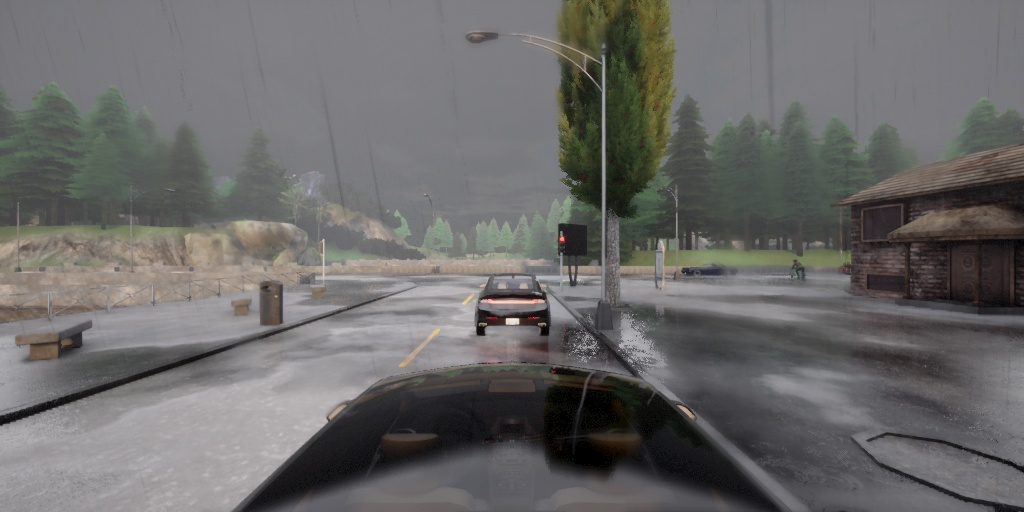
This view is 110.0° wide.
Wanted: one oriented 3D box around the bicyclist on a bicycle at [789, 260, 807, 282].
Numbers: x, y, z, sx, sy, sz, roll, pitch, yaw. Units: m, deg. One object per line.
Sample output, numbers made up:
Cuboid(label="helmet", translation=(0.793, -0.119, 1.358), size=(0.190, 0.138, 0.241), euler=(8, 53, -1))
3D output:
Cuboid(label="bicyclist on a bicycle", translation=(20.957, 1.094, 26.330), size=(0.582, 1.620, 1.656), euler=(-1, 0, 0))

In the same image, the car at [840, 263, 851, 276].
Cuboid(label="car", translation=(35.233, 0.971, 34.732), size=(5.566, 2.045, 2.150), euler=(0, 0, 0))

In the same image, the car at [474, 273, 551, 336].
Cuboid(label="car", translation=(0.031, 1.241, 10.386), size=(2.128, 1.511, 4.902), euler=(0, 0, 0))

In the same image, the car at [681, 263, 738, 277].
Cuboid(label="car", translation=(19.020, 1.351, 34.733), size=(4.718, 1.301, 1.895), euler=(0, 0, 0))
